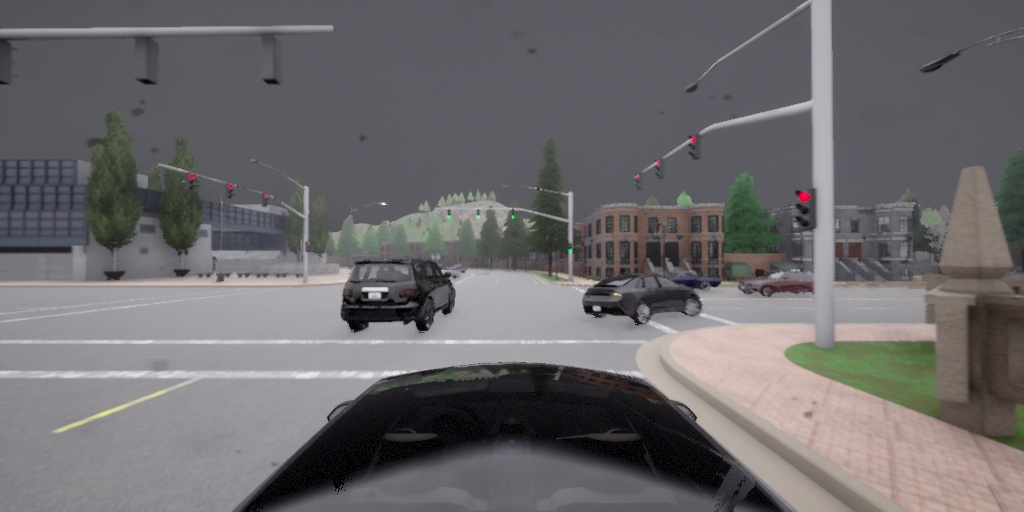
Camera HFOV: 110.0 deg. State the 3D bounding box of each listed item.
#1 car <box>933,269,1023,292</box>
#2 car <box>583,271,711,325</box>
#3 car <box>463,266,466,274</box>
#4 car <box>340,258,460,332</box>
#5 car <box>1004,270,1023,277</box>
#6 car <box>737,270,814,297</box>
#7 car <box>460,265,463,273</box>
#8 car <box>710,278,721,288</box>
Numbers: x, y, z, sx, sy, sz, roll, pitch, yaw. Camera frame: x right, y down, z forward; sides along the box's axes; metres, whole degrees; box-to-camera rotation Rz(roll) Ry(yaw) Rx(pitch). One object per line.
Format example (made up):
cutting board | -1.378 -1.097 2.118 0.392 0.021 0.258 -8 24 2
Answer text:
car | 31.537 1.567 23.541 5.357 1.411 2.033 0 -1 0
car | 4.595 1.389 12.445 4.892 1.490 1.837 0 -4 -35
car | -7.959 1.951 53.134 1.994 1.385 4.181 0 -1 -13
car | -3.327 1.095 11.536 2.150 2.045 5.566 0 0 1
car | 29.174 1.577 20.064 4.718 1.301 1.895 0 -1 0
car | 15.256 1.503 20.108 4.674 1.442 1.812 0 -1 0
car | -6.758 1.809 38.735 1.895 1.301 4.718 0 -1 -1
car | 10.919 1.621 23.613 4.718 1.301 1.895 0 -1 0
